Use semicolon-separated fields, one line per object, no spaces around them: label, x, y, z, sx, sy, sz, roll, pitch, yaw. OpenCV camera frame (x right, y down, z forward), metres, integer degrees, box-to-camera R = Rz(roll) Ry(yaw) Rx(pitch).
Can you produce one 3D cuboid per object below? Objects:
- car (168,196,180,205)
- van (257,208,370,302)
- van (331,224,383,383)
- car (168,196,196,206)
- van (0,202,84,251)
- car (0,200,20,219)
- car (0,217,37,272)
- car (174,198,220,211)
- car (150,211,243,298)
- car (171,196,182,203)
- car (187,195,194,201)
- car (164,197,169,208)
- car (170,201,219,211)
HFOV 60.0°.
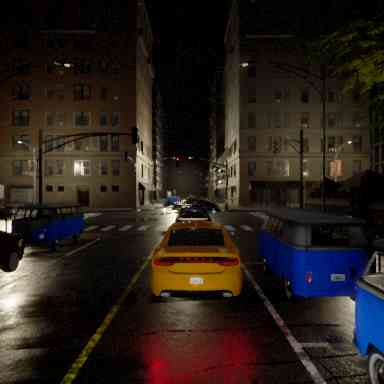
car;-3.129;1.461;59.138;1.882;1.535;5.008;0;0;0
van;2.704;1.340;7.989;1.690;1.788;3.998;0;0;0
van;2.679;1.341;2.331;1.690;1.788;3.998;0;0;0
car;0.202;1.497;35.744;4.892;1.490;1.837;0;0;-1
van;-5.798;1.338;13.676;1.690;1.788;3.998;0;0;0
car;-17.904;1.487;28.880;4.902;1.511;2.128;0;0;-1
car;-5.823;1.544;8.016;1.887;1.381;4.507;0;0;0
car;0.615;1.549;32.497;4.181;1.385;1.994;0;0;-1
car;0.113;1.477;8.576;1.882;1.535;5.008;0;0;1
car;-3.148;1.522;69.727;2.033;1.411;5.357;0;0;-1
car;-0.322;1.584;89.244;1.895;1.301;4.718;0;0;-1
car;-3.055;1.463;48.954;1.882;1.535;5.008;0;0;0
car;0.074;1.486;17.995;2.128;1.511;4.902;0;0;0
